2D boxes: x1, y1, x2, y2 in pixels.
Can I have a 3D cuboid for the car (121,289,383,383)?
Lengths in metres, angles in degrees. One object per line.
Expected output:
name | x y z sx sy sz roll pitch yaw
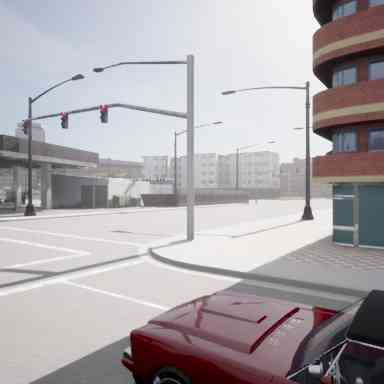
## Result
car | 1.605 1.601 2.828 4.718 1.301 1.895 0 0 36

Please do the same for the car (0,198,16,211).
car | -22.264 1.456 38.776 3.806 1.475 1.970 0 0 36
